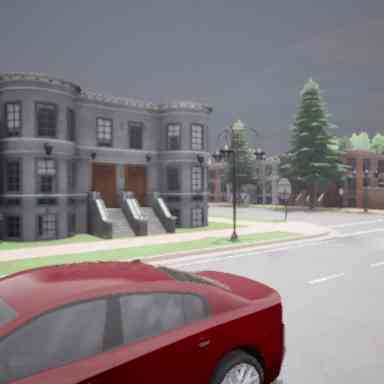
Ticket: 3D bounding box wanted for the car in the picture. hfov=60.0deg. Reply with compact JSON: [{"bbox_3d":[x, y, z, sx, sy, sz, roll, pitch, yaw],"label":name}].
[{"bbox_3d":[-1.270,1.474,3.051,5.008,1.535,1.882,0,0,-35],"label":"car"}]
